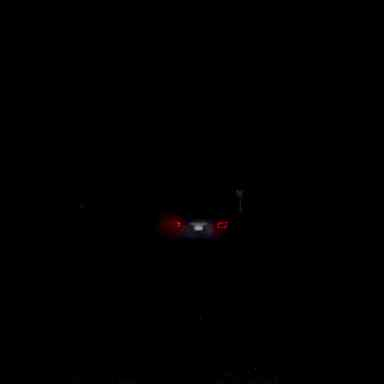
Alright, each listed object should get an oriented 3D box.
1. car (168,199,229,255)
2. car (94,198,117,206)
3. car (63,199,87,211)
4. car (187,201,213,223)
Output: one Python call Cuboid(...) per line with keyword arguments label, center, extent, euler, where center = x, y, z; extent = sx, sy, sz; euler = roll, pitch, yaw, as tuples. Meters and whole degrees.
Cuboid(label="car", center=(0.250, 1.282, 13.674), extent=(2.150, 2.045, 5.566), euler=(0, 0, 1))
Cuboid(label="car", center=(-16.063, 1.815, 61.949), extent=(1.994, 1.385, 4.181), euler=(0, 0, 38))
Cuboid(label="car", center=(-15.609, 1.672, 44.364), extent=(2.128, 1.511, 4.902), euler=(0, 0, -40))
Cuboid(label="car", center=(0.771, 1.594, 28.017), extent=(1.882, 1.535, 5.008), euler=(0, 0, 5))
